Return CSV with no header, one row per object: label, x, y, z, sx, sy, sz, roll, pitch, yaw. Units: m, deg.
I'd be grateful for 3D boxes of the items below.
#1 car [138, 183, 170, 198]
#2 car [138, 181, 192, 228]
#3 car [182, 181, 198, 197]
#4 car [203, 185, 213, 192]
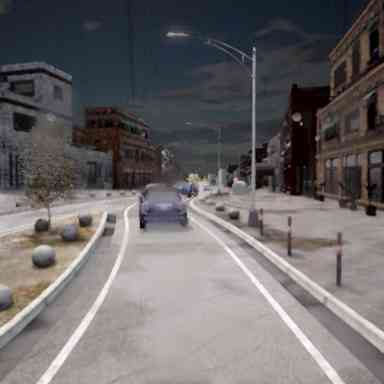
car,-3.948,-0.192,35.470,1.837,1.490,4.892,1,1,14
car,-1.519,0.541,16.066,2.097,1.767,4.553,0,4,-9
car,-0.700,-0.311,34.735,2.097,1.767,4.553,1,1,13
car,3.635,-0.817,75.488,2.097,1.767,4.553,0,1,6
